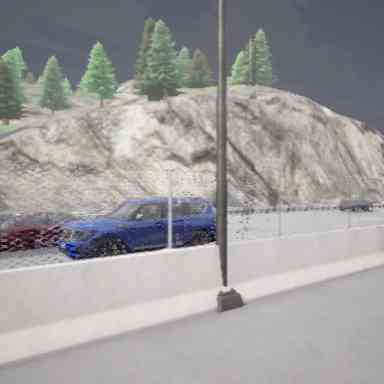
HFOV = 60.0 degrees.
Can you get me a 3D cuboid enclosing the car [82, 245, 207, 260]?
[{"bbox_3d":[-1.558,1.230,11.467,5.566,2.045,2.150,0,0,-35],"label":"car"}]
